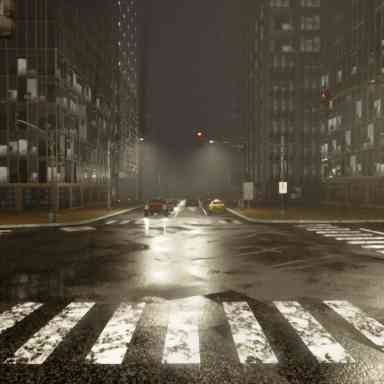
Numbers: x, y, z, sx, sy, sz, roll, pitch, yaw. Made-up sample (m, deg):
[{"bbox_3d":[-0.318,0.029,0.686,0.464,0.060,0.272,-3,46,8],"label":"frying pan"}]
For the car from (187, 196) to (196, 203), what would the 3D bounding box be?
[{"bbox_3d":[-0.056,1.544,69.504,1.895,1.301,4.718,0,0,0],"label":"car"}]

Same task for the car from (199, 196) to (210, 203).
[{"bbox_3d":[2.560,1.510,69.404,1.947,1.339,4.313,-1,0,0],"label":"car"}]

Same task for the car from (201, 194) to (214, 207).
[{"bbox_3d":[2.624,1.281,51.895,2.192,1.841,5.009,-1,0,0],"label":"car"}]

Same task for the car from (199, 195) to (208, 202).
[{"bbox_3d":[2.550,1.487,75.078,2.008,1.369,4.403,-1,0,0],"label":"car"}]

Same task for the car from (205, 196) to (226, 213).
[{"bbox_3d":[2.744,1.506,36.814,1.752,1.417,4.829,-1,0,0],"label":"car"}]

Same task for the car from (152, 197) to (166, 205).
[{"bbox_3d":[-5.769,1.524,58.105,1.947,1.339,4.313,-1,0,0],"label":"car"}]

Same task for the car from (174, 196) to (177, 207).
[{"bbox_3d":[-3.161,1.455,40.468,1.882,1.535,5.008,0,0,0],"label":"car"}]

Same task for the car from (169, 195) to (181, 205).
[{"bbox_3d":[-3.126,1.432,60.954,1.882,1.535,5.008,0,0,0],"label":"car"}]

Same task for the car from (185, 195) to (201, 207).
[{"bbox_3d":[0.013,1.532,50.462,1.994,1.385,4.181,0,0,0],"label":"car"}]

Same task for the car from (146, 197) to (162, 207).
[{"bbox_3d":[-5.929,1.531,52.430,1.947,1.339,4.313,-1,0,0],"label":"car"}]

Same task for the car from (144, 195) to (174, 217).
[{"bbox_3d":[-3.166,1.337,31.170,2.097,1.767,4.553,0,0,0],"label":"car"}]

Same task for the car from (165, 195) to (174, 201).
[{"bbox_3d":[-5.816,1.486,86.473,1.947,1.339,4.313,-1,0,0],"label":"car"}]

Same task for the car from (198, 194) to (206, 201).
[{"bbox_3d":[2.529,1.360,86.427,1.967,1.590,4.097,-1,0,0],"label":"car"}]

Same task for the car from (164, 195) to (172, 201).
[{"bbox_3d":[-5.807,1.510,80.800,1.802,1.307,4.206,-1,0,0],"label":"car"}]

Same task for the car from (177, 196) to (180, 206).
[{"bbox_3d":[-3.152,1.568,50.479,1.895,1.301,4.718,0,0,0],"label":"car"}]
